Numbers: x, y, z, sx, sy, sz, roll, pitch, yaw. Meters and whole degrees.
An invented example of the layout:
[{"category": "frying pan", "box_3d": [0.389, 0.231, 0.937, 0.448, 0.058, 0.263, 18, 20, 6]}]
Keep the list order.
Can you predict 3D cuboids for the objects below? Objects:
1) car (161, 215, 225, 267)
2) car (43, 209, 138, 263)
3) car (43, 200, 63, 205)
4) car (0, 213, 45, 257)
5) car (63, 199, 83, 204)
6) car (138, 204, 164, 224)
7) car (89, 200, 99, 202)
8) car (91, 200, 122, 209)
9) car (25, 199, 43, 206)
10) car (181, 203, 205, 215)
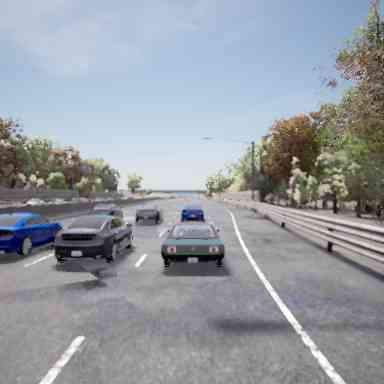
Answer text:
[{"category": "car", "box_3d": [0.046, 1.698, 11.788, 1.895, 1.301, 4.718, 0, 0, 1]}, {"category": "car", "box_3d": [-3.447, 1.609, 12.425, 1.837, 1.490, 4.892, 0, 0, 1]}, {"category": "car", "box_3d": [-24.484, 2.133, 60.001, 1.895, 1.301, 4.718, 0, -1, 0]}, {"category": "car", "box_3d": [-6.939, 1.590, 13.567, 1.882, 1.535, 5.008, 0, 0, 0]}, {"category": "car", "box_3d": [-20.993, 2.037, 60.098, 1.837, 1.490, 4.892, 0, 0, 1]}, {"category": "car", "box_3d": [-3.441, 1.721, 27.389, 2.128, 1.511, 4.902, 0, 0, 0]}, {"category": "car", "box_3d": [-17.500, 2.098, 60.263, 1.994, 1.385, 4.181, 0, -1, 1]}, {"category": "car", "box_3d": [-6.942, 1.722, 27.392, 2.128, 1.511, 4.902, 0, 0, 0]}, {"category": "car", "box_3d": [-27.989, 2.055, 59.571, 1.812, 1.442, 4.674, 0, -1, 1]}, {"category": "car", "box_3d": [0.068, 1.717, 28.612, 1.882, 1.535, 5.008, 0, 0, 0]}]
